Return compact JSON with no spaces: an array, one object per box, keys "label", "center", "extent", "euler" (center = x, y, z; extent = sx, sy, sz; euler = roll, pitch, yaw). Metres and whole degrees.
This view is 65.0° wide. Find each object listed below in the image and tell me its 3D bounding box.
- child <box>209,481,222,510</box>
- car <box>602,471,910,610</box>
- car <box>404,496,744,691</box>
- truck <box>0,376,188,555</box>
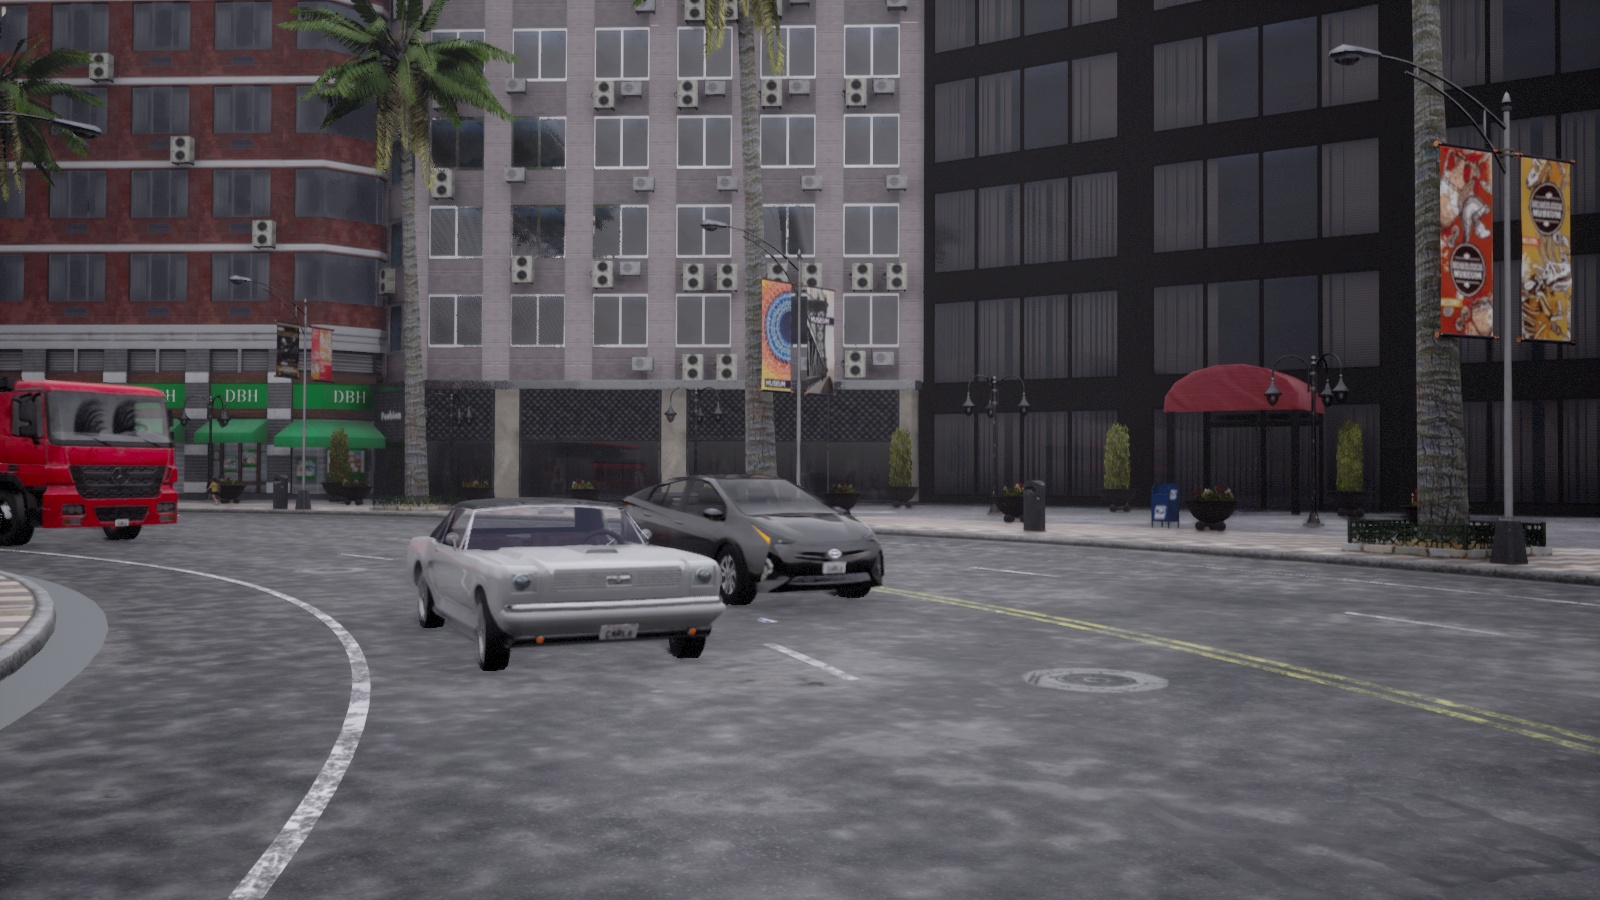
[{"label":"child","center":[-22.772,1.773,48.898],"extent":[0.394,1.110,0.255],"euler":[0,-1,14]},{"label":"car","center":[-0.741,1.040,16.230],"extent":[2.007,1.525,4.514],"euler":[0,-1,-32]},{"label":"car","center":[-2.309,1.120,11.531],"extent":[1.895,1.301,4.718],"euler":[0,-1,-25]},{"label":"truck","center":[-17.341,0.367,27.394],"extent":[7.936,3.462,2.891],"euler":[-1,-1,26]}]
